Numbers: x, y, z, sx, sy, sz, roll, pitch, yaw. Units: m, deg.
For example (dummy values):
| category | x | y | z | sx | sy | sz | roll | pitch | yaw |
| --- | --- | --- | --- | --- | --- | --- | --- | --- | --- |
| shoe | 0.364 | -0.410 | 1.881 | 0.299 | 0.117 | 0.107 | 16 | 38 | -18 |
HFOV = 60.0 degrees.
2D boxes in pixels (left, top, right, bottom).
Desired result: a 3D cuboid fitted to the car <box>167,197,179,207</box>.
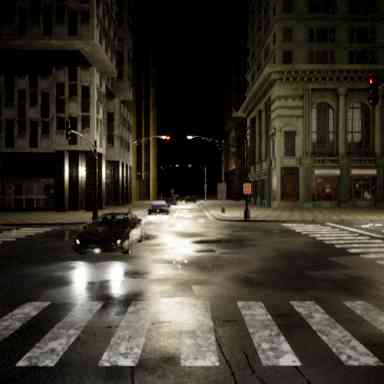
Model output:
| category | x | y | z | sx | sy | sz | roll | pitch | yaw |
| --- | --- | --- | --- | --- | --- | --- | --- | --- | --- |
| car | -3.342 | 1.520 | 52.550 | 2.033 | 1.411 | 5.357 | 0 | 0 | 0 |

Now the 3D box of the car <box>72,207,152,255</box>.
| category | x | y | z | sx | sy | sz | roll | pitch | yaw |
| --- | --- | --- | --- | --- | --- | --- | --- | --- | --- |
| car | -3.111 | 1.551 | 13.581 | 2.033 | 1.411 | 5.357 | 0 | 0 | 0 |

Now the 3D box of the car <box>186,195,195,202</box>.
| category | x | y | z | sx | sy | sz | roll | pitch | yaw |
| --- | --- | --- | --- | --- | --- | --- | --- | --- | --- |
| car | -0.404 | 1.485 | 73.734 | 1.994 | 1.385 | 4.181 | 0 | 0 | 0 |

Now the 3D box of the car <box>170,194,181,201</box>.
| category | x | y | z | sx | sy | sz | roll | pitch | yaw |
| --- | --- | --- | --- | --- | --- | --- | --- | --- | --- |
| car | -3.366 | 1.084 | 67.841 | 2.128 | 1.511 | 4.902 | 0 | 0 | 0 |

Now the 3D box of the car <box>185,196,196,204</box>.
| category | x | y | z | sx | sy | sz | roll | pitch | yaw |
| --- | --- | --- | --- | --- | --- | --- | --- | --- | --- |
| car | -0.239 | 1.478 | 63.922 | 1.812 | 1.442 | 4.674 | 0 | 0 | 0 |

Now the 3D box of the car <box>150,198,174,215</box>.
| category | x | y | z | sx | sy | sz | roll | pitch | yaw |
| --- | --- | --- | --- | --- | --- | --- | --- | --- | --- |
| car | -3.196 | 1.559 | 33.049 | 1.994 | 1.385 | 4.181 | 0 | 0 | -1 |
